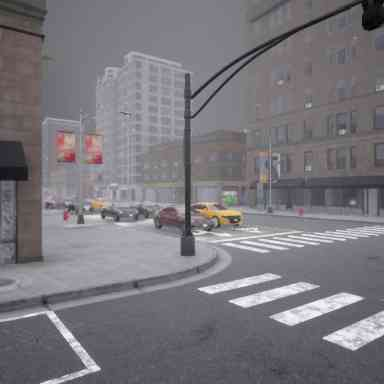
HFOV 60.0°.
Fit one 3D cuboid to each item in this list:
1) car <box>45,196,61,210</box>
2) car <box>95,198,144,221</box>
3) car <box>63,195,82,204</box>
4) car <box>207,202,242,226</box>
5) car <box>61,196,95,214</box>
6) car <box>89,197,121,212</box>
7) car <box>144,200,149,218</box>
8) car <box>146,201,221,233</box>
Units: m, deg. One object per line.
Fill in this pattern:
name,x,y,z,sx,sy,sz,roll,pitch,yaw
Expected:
car,-17.462,1.290,42.966,2.097,1.767,4.553,0,0,-35
car,-5.967,1.492,26.989,1.812,1.442,4.674,0,0,-36
car,-21.687,1.408,60.202,1.837,1.490,4.892,0,0,-36
car,1.265,1.451,22.502,1.882,1.535,5.008,0,0,-35
car,-11.867,1.443,35.156,2.128,1.511,4.902,0,0,-36
car,-10.114,1.422,38.287,1.882,1.535,5.008,0,0,-36
car,-4.178,1.485,30.065,1.812,1.442,4.674,0,0,-36
car,-0.646,1.505,19.615,1.812,1.442,4.674,0,0,-35
